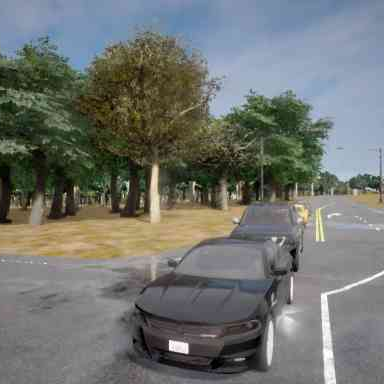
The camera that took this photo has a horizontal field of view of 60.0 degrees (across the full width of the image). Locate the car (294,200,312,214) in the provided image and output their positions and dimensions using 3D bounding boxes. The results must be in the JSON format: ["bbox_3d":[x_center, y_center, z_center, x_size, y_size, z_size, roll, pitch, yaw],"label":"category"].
[{"bbox_3d":[13.418,1.746,40.052,1.812,1.442,4.674,-1,0,21],"label":"car"}]

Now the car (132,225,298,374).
[{"bbox_3d":[0.758,1.612,6.195,1.882,1.535,5.008,-1,-2,21],"label":"car"}]

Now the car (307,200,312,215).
[{"bbox_3d":[9.370,1.723,29.477,1.812,1.442,4.674,-1,0,21],"label":"car"}]

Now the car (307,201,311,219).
[{"bbox_3d":[7.298,1.663,23.978,1.882,1.535,5.008,-1,0,21],"label":"car"}]

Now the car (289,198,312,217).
[{"bbox_3d":[11.410,1.562,34.847,2.097,1.767,4.553,-1,0,21],"label":"car"}]

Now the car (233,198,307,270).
[{"bbox_3d":[2.894,1.459,12.330,2.150,2.045,5.566,-2,0,21],"label":"car"}]
